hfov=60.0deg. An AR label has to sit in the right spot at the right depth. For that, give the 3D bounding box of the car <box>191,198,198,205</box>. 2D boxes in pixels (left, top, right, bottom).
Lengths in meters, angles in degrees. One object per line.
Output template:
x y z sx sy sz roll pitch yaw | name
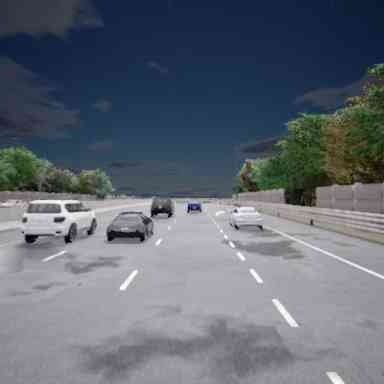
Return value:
0.678 2.630 90.751 2.097 1.767 4.553 0 -2 0 | car

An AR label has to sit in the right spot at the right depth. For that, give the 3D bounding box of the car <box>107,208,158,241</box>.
-3.271 1.788 18.245 1.994 1.385 4.181 0 -1 0 | car

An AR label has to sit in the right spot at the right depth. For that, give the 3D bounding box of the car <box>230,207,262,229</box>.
3.770 1.807 23.637 1.812 1.442 4.674 0 -1 0 | car

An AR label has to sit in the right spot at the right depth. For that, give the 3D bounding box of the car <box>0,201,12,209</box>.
-27.697 2.038 51.366 1.812 1.442 4.674 0 -1 1 | car

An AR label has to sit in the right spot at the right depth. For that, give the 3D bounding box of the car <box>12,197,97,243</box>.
-6.777 1.438 17.530 2.150 2.045 5.566 0 0 0 | car

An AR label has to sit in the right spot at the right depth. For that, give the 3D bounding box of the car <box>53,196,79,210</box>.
-20.666 1.780 54.855 2.150 2.045 5.566 0 -1 1 | car

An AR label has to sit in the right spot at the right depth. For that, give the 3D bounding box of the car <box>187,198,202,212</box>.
0.343 1.952 46.481 1.882 1.535 5.008 0 -1 0 | car

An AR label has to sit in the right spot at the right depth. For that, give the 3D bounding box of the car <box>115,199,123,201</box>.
-16.920 2.345 77.932 1.812 1.442 4.674 0 -1 0 | car

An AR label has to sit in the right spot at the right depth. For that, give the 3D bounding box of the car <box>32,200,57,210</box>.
-24.165 2.057 54.621 1.837 1.490 4.892 0 -1 1 | car

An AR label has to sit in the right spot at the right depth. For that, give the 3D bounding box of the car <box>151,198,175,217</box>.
-3.139 1.611 35.726 2.150 2.045 5.566 0 0 0 | car
